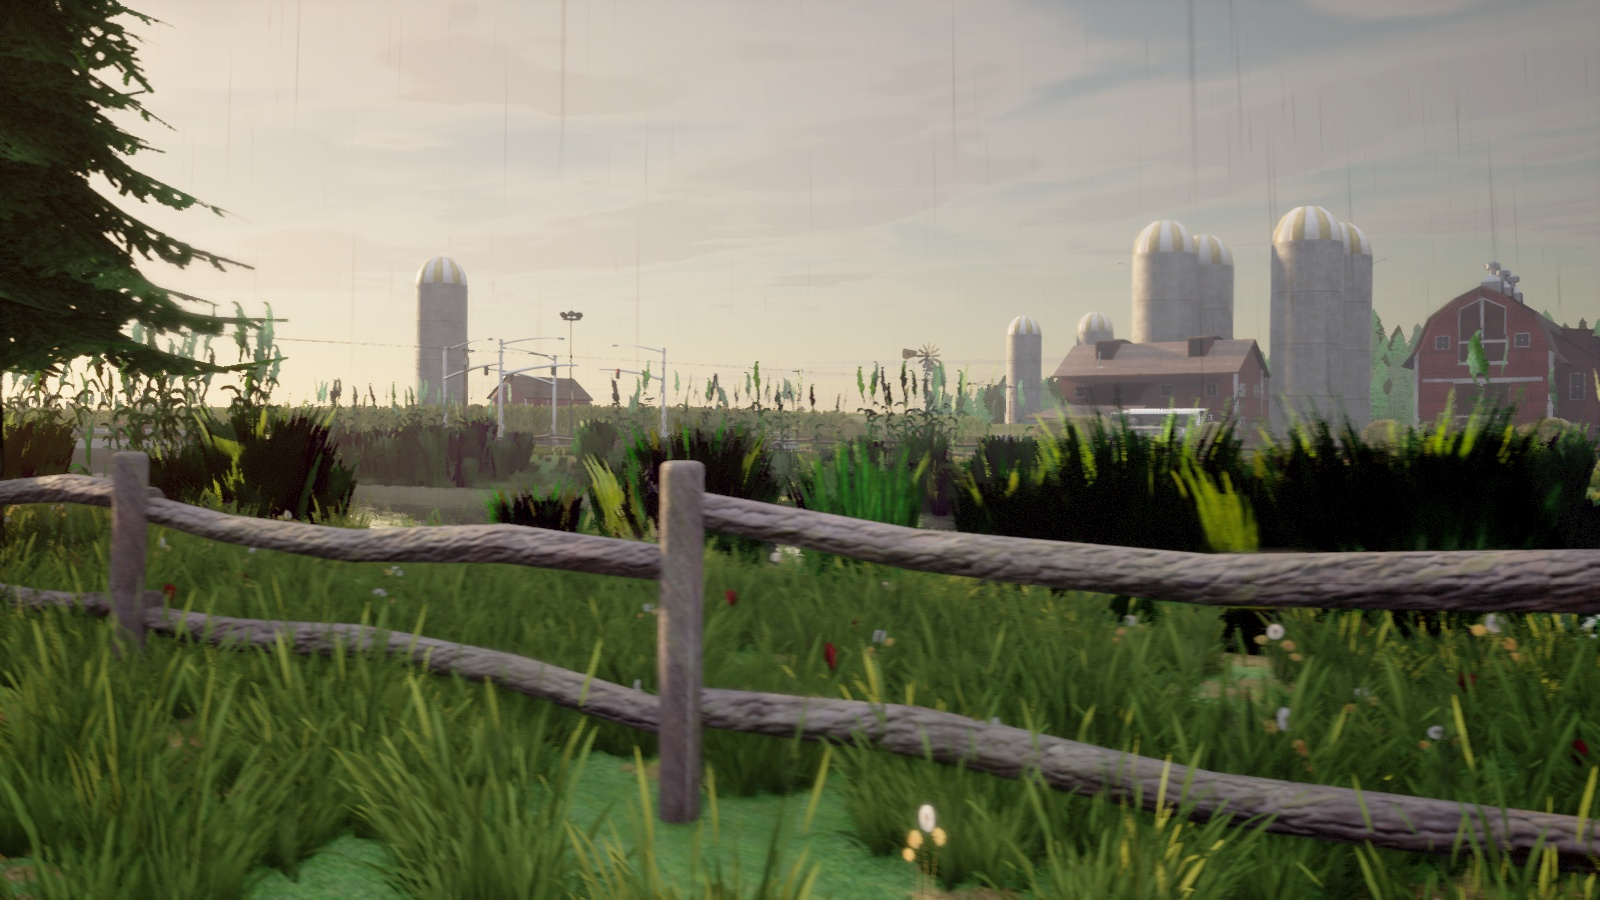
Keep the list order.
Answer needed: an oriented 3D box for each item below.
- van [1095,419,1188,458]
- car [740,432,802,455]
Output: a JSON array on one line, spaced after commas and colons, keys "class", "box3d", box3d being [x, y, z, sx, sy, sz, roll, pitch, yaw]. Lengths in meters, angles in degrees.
[{"class": "van", "box3d": [18.119, -0.614, 66.790, 4.442, 1.987, 1.775, 0, 1, 41]}, {"class": "car", "box3d": [-1.955, -0.454, 83.959, 3.806, 1.475, 1.970, 0, 1, 40]}]
